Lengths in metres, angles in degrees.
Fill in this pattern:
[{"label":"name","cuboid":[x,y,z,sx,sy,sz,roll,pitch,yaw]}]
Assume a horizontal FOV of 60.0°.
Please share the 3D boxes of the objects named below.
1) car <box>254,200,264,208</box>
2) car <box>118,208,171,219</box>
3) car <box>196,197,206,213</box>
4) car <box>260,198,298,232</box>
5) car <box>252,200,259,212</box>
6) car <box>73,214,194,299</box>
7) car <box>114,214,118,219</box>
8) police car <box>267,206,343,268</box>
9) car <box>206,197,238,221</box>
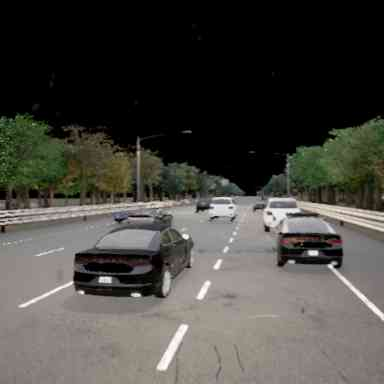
[{"label":"car","cuboid":[12.465,2.158,61.859,1.812,1.442,4.674,-1,-1,11]},{"label":"car","cuboid":[-2.498,1.743,20.860,2.128,1.511,4.902,-1,-1,11]},{"label":"car","cuboid":[1.959,1.715,44.018,2.150,2.045,5.566,-1,-1,11]},{"label":"car","cuboid":[5.734,1.425,21.589,2.150,2.045,5.566,-1,-1,11]},{"label":"car","cuboid":[9.235,1.963,45.281,1.837,1.490,4.892,-1,-1,11]},{"label":"car","cuboid":[-1.217,1.585,8.898,1.882,1.535,5.008,-1,-1,11]},{"label":"car","cuboid":[-4.737,1.950,27.769,1.895,1.301,4.718,-1,-1,11]},{"label":"police car","cuboid":[3.875,1.528,11.854,1.930,1.638,5.238,-1,-1,11]},{"label":"car","cuboid":[2.963,1.550,30.765,2.150,2.045,5.566,-1,-1,11]}]
